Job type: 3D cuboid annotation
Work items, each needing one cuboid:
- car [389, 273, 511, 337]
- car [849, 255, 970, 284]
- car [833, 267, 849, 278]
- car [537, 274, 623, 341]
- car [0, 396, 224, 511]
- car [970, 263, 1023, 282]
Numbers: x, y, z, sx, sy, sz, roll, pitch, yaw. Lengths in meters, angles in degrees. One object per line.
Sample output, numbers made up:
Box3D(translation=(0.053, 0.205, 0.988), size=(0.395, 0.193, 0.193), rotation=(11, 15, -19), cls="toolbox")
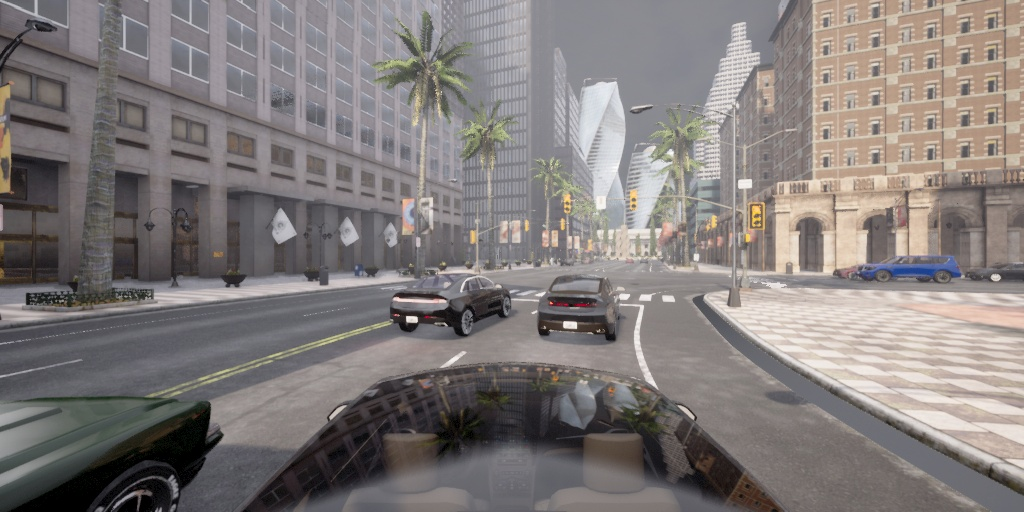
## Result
Box3D(translation=(-1.499, 1.241, 10.497), size=(2.128, 1.511, 4.902), rotation=(0, 0, 19), cls="car")
Box3D(translation=(29.834, 0.969, 27.208), size=(5.566, 2.045, 2.150), rotation=(0, 0, 21), cls="car")
Box3D(translation=(30.344, 1.311, 30.767), size=(4.181, 1.385, 1.994), rotation=(0, 0, 21), cls="car")
Box3D(translation=(2.025, 1.254, 10.085), size=(1.837, 1.490, 4.892), rotation=(0, 0, 18), cls="car")
Box3D(translation=(-3.313, 1.351, 0.767), size=(1.895, 1.301, 4.718), rotation=(0, 0, 1), cls="car")
Box3D(translation=(38.505, 1.252, 27.575), size=(4.892, 1.490, 1.837), rotation=(0, 0, 21), cls="car")
